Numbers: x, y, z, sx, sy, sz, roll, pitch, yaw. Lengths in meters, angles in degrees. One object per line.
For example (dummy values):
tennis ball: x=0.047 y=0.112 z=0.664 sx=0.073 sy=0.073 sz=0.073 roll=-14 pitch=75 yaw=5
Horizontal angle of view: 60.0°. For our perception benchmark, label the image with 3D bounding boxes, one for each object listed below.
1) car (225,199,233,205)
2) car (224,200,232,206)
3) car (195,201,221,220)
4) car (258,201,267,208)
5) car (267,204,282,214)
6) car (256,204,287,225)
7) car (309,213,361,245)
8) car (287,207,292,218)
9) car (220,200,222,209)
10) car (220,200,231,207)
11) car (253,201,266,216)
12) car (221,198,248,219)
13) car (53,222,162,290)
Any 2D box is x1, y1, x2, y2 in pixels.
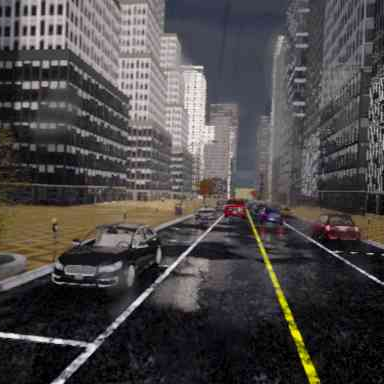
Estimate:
car: x=10.410 y=2.810 z=92.403 sx=2.008 sy=1.369 sz=4.403 roll=1 pitch=-1 yaw=8
car: x=8.757 y=2.665 z=81.276 sx=1.802 sy=1.307 sz=4.206 roll=1 pitch=-1 yaw=8
car: x=1.325 y=1.863 z=31.206 sx=2.008 sy=1.369 sz=4.403 roll=1 pitch=-1 yaw=8
car: x=17.064 y=2.972 z=80.210 sx=1.752 sy=1.417 sz=4.829 roll=1 pitch=-1 yaw=8
car: x=12.909 y=2.577 z=52.225 sx=1.947 sy=1.339 sz=4.313 roll=1 pitch=-1 yaw=8
car: x=6.900 y=2.072 z=29.395 sx=1.812 sy=1.442 sz=4.674 roll=2 pitch=0 yaw=9
car: x=7.957 y=1.947 z=18.846 sx=1.967 sy=1.590 sz=4.097 roll=1 pitch=-1 yaw=8
car: x=11.284 y=2.369 z=41.268 sx=1.752 sy=1.417 sz=4.829 roll=1 pitch=-1 yaw=8
car: x=4.632 y=2.090 z=53.461 sx=1.967 sy=1.590 sz=4.097 roll=1 pitch=-1 yaw=8
car: x=7.107 y=2.453 z=70.150 sx=1.887 sy=1.381 sz=4.507 roll=1 pitch=-1 yaw=8
car: x=8.598 y=2.227 z=40.913 sx=1.837 sy=1.490 sz=4.892 roll=2 pitch=0 yaw=9
car: x=4.700 y=1.724 z=35.684 sx=2.150 sy=2.045 sz=5.566 roll=2 pitch=-1 yaw=9
car: x=-1.979 y=1.533 z=8.953 sx=2.008 sy=1.369 sz=4.403 roll=1 pitch=-1 yaw=8
